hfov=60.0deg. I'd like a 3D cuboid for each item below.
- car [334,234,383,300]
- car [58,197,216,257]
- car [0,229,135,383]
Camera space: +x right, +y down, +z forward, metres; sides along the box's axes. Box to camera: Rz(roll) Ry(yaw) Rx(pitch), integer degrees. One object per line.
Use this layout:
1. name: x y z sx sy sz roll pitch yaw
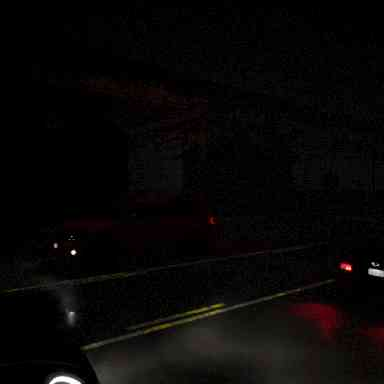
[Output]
1. car: 5.467 1.547 7.658 5.357 1.411 2.033 0 0 -36
2. car: -1.734 1.222 11.351 5.566 2.045 2.150 0 0 -35
3. car: -2.769 1.352 1.753 4.553 1.767 2.097 0 0 -36
